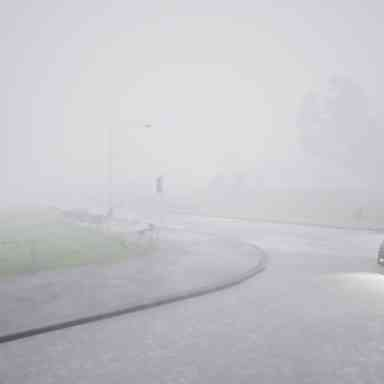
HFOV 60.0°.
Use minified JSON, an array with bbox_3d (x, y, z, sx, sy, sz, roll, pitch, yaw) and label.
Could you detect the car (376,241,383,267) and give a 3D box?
[{"bbox_3d":[7.171,1.516,9.597,4.181,1.385,1.994,0,0,-35],"label":"car"}]
